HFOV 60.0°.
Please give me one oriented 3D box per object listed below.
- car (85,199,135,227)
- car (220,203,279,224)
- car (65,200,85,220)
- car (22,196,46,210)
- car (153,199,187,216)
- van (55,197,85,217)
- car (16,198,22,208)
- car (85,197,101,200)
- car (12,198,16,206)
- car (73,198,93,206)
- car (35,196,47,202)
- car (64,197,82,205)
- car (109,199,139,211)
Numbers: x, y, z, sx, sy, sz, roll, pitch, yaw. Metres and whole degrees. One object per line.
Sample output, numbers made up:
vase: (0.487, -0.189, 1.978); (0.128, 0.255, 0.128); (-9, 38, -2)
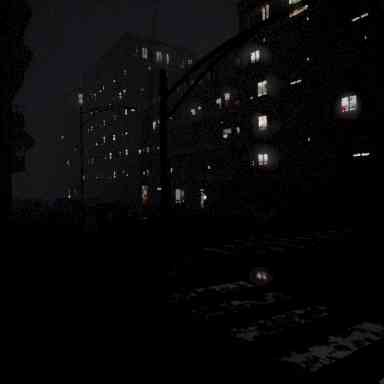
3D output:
car: (-5.869, 1.553, 23.921); (1.967, 1.590, 4.097); (-1, 1, -36)
car: (4.069, 1.498, 24.431); (1.752, 1.417, 4.829); (-1, 1, -36)
car: (-8.988, 1.652, 28.284); (1.752, 1.417, 4.829); (-1, 1, -36)
car: (-21.964, 1.628, 46.429); (1.967, 1.590, 4.097); (-1, 1, -36)
car: (-2.272, 1.441, 33.295); (1.967, 1.590, 4.097); (-1, 1, -36)
van: (-12.309, 1.483, 32.922); (1.690, 1.788, 3.998); (-1, 1, -36)
car: (-25.181, 1.770, 50.931); (1.947, 1.339, 4.313); (-1, 1, -36)
car: (-15.148, 1.502, 51.302); (1.967, 1.590, 4.097); (-1, 1, -36)
car: (-31.620, 1.782, 59.935); (1.887, 1.381, 4.507); (-1, 1, -36)
car: (-18.365, 1.643, 55.805); (1.947, 1.339, 4.313); (-1, 1, -36)
car: (-37.679, 1.728, 82.816); (1.887, 1.381, 4.507); (-1, 1, -36)
car: (-21.584, 1.645, 60.307); (2.008, 1.369, 4.403); (-1, 1, -36)
car: (-8.708, 1.581, 42.299); (2.008, 1.369, 4.403); (-1, 1, -36)
